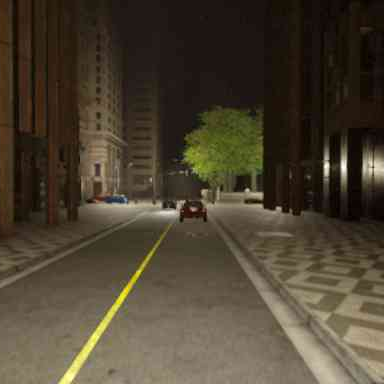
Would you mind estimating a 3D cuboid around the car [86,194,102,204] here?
[{"bbox_3d":[-20.012,1.597,63.817,4.097,1.590,1.967,0,1,0],"label":"car"}]

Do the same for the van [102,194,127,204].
[{"bbox_3d":[-14.571,1.506,63.788,3.998,1.788,1.690,0,1,0],"label":"van"}]

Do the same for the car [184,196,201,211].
[{"bbox_3d":[0.106,1.428,43.680,2.097,1.767,4.553,0,0,0],"label":"car"}]

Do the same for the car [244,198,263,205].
[{"bbox_3d":[12.085,1.784,63.654,4.313,1.339,1.947,0,1,0],"label":"car"}]

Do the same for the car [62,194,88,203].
[{"bbox_3d":[-25.417,1.354,72.368,5.009,1.841,2.192,0,1,0],"label":"car"}]

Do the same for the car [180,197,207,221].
[{"bbox_3d":[0.105,1.395,27.391,2.097,1.767,4.553,0,0,0],"label":"car"}]

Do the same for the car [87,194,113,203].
[{"bbox_3d":[-19.977,1.360,72.340,5.009,1.841,2.192,0,1,0],"label":"car"}]

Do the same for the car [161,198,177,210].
[{"bbox_3d":[-2.994,1.586,44.565,2.128,1.511,4.902,0,0,0],"label":"car"}]
